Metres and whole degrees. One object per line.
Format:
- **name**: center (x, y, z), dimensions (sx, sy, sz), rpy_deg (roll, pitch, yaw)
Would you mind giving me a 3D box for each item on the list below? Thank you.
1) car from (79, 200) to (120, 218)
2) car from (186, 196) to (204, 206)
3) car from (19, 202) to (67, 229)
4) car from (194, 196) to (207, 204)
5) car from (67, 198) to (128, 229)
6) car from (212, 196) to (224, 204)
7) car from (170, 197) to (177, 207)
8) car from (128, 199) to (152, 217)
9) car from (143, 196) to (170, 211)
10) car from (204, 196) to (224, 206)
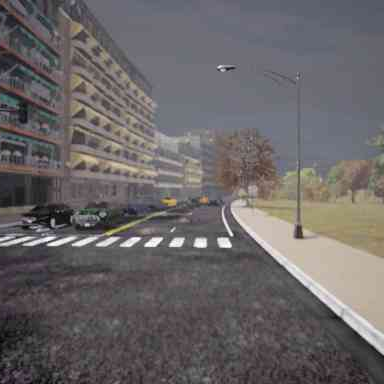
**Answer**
- **car**: center (-8.537, 1.497, 31.251), dimensions (2.033, 1.411, 5.357), rpy_deg (0, 0, 4)
- **car**: center (0.242, 1.453, 52.634), dimensions (2.128, 1.511, 4.902), rpy_deg (0, 0, 7)
- **car**: center (-9.174, 1.458, 21.525), dimensions (1.837, 1.490, 4.892), rpy_deg (0, 0, 3)
- **car**: center (1.694, 1.459, 62.894), dimensions (1.882, 1.535, 5.008), rpy_deg (0, 0, 9)
- **car**: center (-5.924, 1.308, 21.418), dimensions (2.097, 1.767, 4.553), rpy_deg (0, 0, 3)
- **car**: center (4.974, 1.511, 62.819), dimensions (1.812, 1.442, 4.674), rpy_deg (0, 0, 9)
- **car**: center (-3.492, 1.431, 48.940), dimensions (1.882, 1.535, 5.008), rpy_deg (0, 0, 7)
- **car**: center (-5.350, 1.553, 30.393), dimensions (1.895, 1.301, 4.718), rpy_deg (0, 0, 5)
- **car**: center (-4.478, 1.497, 40.004), dimensions (2.033, 1.411, 5.357), rpy_deg (0, 0, 6)
- **car**: center (3.471, 1.512, 52.262), dimensions (2.033, 1.411, 5.357), rpy_deg (0, 0, 7)
